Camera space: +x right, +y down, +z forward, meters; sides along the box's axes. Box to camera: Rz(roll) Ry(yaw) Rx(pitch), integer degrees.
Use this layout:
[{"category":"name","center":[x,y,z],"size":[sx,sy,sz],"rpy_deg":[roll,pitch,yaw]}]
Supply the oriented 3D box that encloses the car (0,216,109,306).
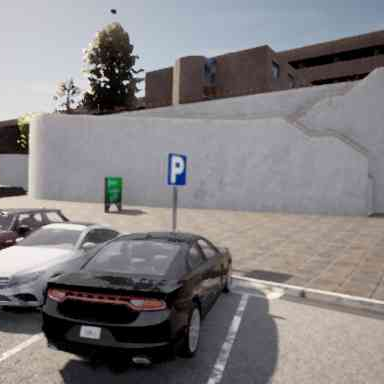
[{"category":"car","center":[-2.924,1.468,7.884],"size":[2.002,1.452,4.674],"rpy_deg":[1,0,15]}]

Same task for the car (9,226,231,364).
[{"category":"car","center":[-0.486,1.455,6.134],"size":[2.097,1.535,5.008],"rpy_deg":[0,0,15]}]

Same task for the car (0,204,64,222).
[{"category":"car","center":[-5.357,1.272,9.655],"size":[2.185,1.767,4.553],"rpy_deg":[1,0,15]}]
